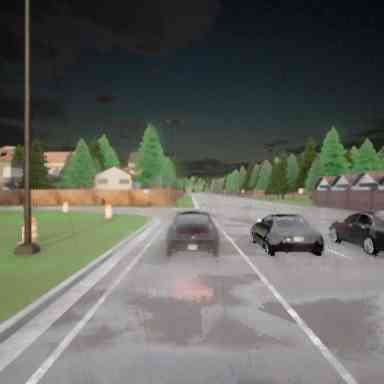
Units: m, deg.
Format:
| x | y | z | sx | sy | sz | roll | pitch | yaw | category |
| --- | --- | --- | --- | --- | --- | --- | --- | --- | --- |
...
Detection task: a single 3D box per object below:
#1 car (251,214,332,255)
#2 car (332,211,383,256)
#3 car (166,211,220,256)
| x | y | z | sx | sy | sz | roll | pitch | yaw | category |
| --- | --- | --- | --- | --- | --- | --- | --- | --- | --- |
| 3.612 | 1.558 | 13.237 | 1.994 | 1.385 | 4.181 | 0 | 0 | 0 | car |
| 7.111 | 1.499 | 13.069 | 1.837 | 1.490 | 4.892 | 0 | 0 | 0 | car |
| 0.035 | 1.499 | 13.010 | 1.837 | 1.490 | 4.892 | 0 | 0 | 0 | car |
